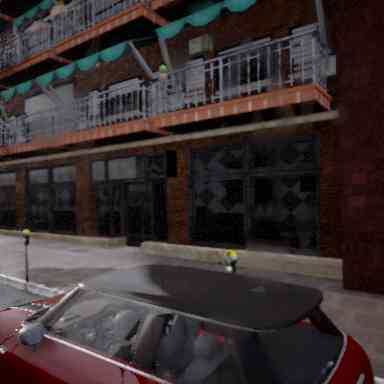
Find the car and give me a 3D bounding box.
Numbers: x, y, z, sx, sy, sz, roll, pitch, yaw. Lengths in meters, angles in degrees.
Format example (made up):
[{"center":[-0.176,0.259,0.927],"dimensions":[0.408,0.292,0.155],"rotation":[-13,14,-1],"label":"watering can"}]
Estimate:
[{"center":[-0.525,1.464,3.261],"dimensions":[4.097,1.590,1.967],"rotation":[-1,-1,36],"label":"car"}]
